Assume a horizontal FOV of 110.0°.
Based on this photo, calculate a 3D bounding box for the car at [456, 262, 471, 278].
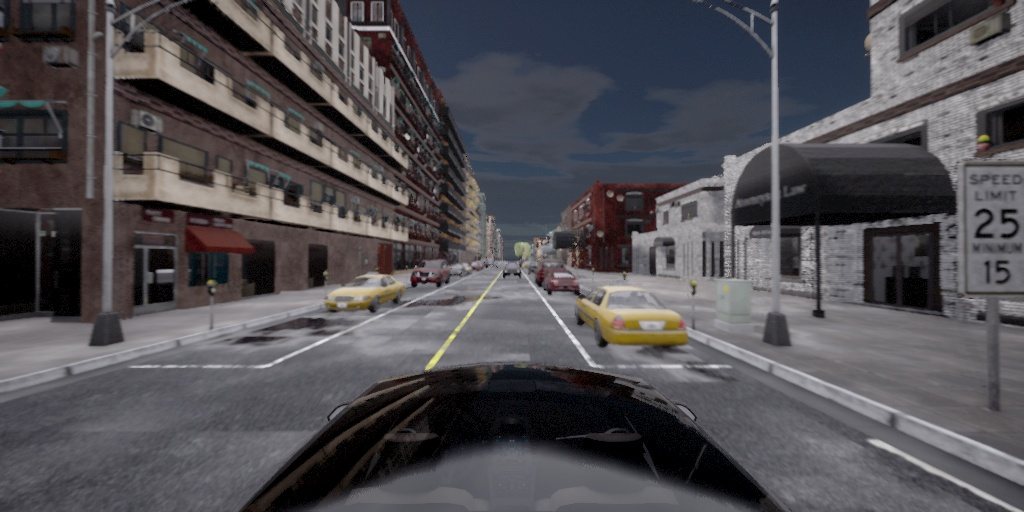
[{"bbox_3d":[-5.682,1.473,36.732,2.007,1.370,4.403,0,0,0],"label":"car"}]

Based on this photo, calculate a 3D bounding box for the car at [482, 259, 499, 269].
[{"bbox_3d":[-2.987,1.133,53.821,1.837,1.490,4.892,0,0,0],"label":"car"}]

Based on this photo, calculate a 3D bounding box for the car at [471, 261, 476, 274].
[{"bbox_3d":[-5.680,1.478,42.101,1.751,1.417,4.829,0,0,0],"label":"car"}]

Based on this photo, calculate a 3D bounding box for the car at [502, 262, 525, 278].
[{"bbox_3d":[0.020,1.522,36.443,1.895,1.301,4.718,0,0,0],"label":"car"}]

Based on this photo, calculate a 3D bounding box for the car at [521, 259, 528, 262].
[{"bbox_3d":[2.705,1.605,64.596,1.751,1.417,4.829,0,0,0],"label":"car"}]

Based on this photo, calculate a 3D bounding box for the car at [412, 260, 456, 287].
[{"bbox_3d":[-5.684,1.180,25.654,2.192,1.841,5.009,0,0,0],"label":"car"}]

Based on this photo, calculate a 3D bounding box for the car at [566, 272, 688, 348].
[{"bbox_3d":[2.693,1.310,9.205,1.751,1.417,4.829,0,0,0],"label":"car"}]

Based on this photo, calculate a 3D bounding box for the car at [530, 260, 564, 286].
[{"bbox_3d":[2.697,1.179,25.652,2.192,1.841,5.009,0,0,0],"label":"car"}]

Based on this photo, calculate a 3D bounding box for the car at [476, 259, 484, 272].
[{"bbox_3d":[-5.678,1.560,53.350,1.888,1.381,4.507,0,0,0],"label":"car"}]

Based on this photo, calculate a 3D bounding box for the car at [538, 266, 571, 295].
[{"bbox_3d":[2.695,1.419,20.113,1.802,1.307,4.207,0,0,0],"label":"car"}]

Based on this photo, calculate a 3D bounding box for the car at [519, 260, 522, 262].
[{"bbox_3d":[0.066,1.568,51.222,1.994,1.385,4.181,0,0,0],"label":"car"}]

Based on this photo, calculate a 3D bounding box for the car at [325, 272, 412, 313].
[{"bbox_3d":[-5.687,1.336,14.405,1.751,1.417,4.829,0,0,0],"label":"car"}]

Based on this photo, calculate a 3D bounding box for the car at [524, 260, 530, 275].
[{"bbox_3d":[2.700,1.503,42.269,2.007,1.370,4.403,0,0,0],"label":"car"}]
